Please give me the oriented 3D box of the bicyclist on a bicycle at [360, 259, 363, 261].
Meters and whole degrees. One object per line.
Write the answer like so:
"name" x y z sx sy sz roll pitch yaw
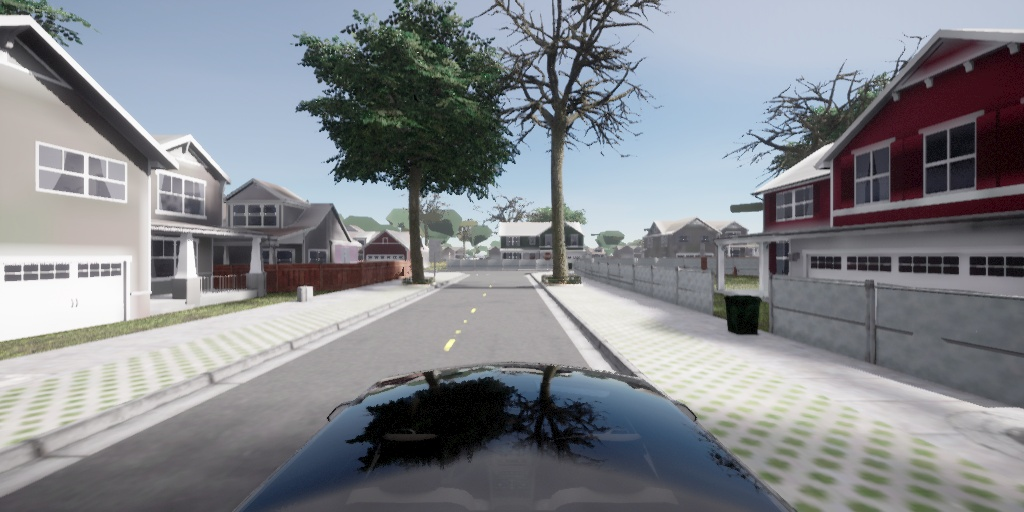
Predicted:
"bicyclist on a bicycle" -20.028 1.173 47.635 0.582 1.620 1.656 0 0 0
